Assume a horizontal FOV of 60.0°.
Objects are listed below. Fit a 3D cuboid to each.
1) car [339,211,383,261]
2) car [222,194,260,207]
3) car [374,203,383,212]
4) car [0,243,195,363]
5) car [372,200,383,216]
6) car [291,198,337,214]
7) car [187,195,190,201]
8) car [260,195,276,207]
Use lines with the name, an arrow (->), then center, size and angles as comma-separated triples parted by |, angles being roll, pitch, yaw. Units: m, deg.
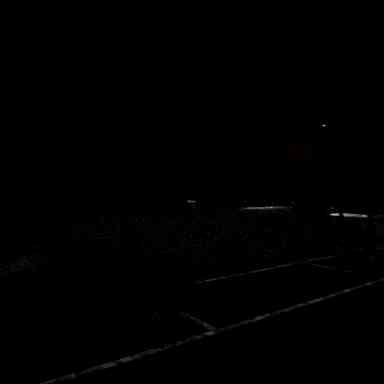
car -> 6.833, 1.554, 11.448 | 4.403, 1.369, 2.008 | 0, 0, -35
car -> 5.593, 1.023, 40.200 | 1.812, 1.442, 4.674 | 0, 1, -35
car -> 16.251, 1.327, 24.145 | 2.128, 1.511, 4.902 | 0, 1, -29
car -> -2.064, 1.545, 5.170 | 4.507, 1.381, 1.887 | 0, 0, -35
car -> 18.162, 1.405, 28.254 | 1.895, 1.301, 4.718 | 0, 1, -38
car -> 11.559, 1.243, 31.689 | 1.994, 1.385, 4.181 | 0, 1, -35
car -> -2.239, 0.689, 57.150 | 2.128, 1.511, 4.902 | 0, 1, -34
car -> 8.353, 1.033, 41.929 | 1.812, 1.442, 4.674 | 0, 1, -35
